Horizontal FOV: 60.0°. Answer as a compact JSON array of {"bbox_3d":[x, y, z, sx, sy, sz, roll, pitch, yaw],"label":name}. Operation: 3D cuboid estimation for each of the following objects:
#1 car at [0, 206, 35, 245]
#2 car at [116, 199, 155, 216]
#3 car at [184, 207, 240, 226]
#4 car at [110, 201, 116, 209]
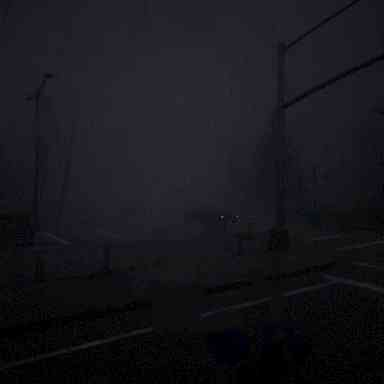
[{"bbox_3d":[-7.986,1.359,14.154,2.007,1.523,4.514,1,-1,-36],"label":"car"},{"bbox_3d":[-5.654,1.686,34.772,2.128,1.511,4.902,1,0,-36],"label":"car"},{"bbox_3d":[1.417,1.799,25.158,1.895,1.301,4.718,1,-1,-36],"label":"car"},{"bbox_3d":[-9.734,1.716,46.401,1.882,1.535,5.008,1,0,-36],"label":"car"}]
